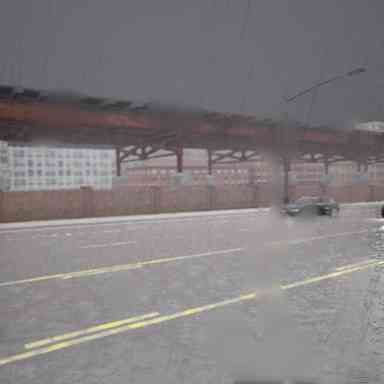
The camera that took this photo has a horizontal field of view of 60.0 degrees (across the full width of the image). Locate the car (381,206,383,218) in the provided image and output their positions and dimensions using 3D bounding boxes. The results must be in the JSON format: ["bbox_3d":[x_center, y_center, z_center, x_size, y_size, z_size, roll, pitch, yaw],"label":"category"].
[{"bbox_3d":[14.376,1.032,22.047,4.181,1.385,1.994,-1,2,-34],"label":"car"}]

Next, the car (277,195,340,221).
[{"bbox_3d":[7.679,0.993,21.778,4.892,1.490,1.837,0,1,-34],"label":"car"}]
